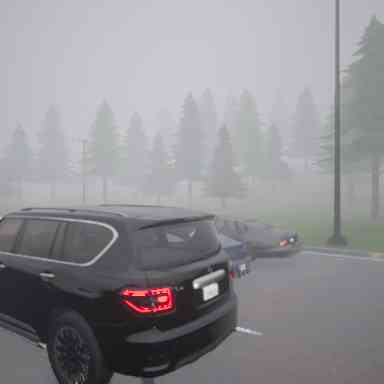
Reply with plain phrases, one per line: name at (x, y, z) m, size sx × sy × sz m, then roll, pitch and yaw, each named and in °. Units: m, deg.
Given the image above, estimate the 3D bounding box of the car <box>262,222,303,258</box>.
car at (1.078, 1.547, 11.827) m, size 5.357 × 1.411 × 2.033 m, roll 0°, pitch 0°, yaw 36°

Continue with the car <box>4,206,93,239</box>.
car at (-7.972, 1.547, 18.282) m, size 5.357 × 1.411 × 2.033 m, roll 0°, pitch 0°, yaw 35°

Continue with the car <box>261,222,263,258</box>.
car at (-0.733, 1.525, 8.812) m, size 4.674 × 1.442 × 1.812 m, roll 0°, pitch 0°, yaw 35°

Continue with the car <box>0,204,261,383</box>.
car at (-1.969, 1.223, 5.383) m, size 5.566 × 2.045 × 2.150 m, roll 0°, pitch 0°, yaw 35°
